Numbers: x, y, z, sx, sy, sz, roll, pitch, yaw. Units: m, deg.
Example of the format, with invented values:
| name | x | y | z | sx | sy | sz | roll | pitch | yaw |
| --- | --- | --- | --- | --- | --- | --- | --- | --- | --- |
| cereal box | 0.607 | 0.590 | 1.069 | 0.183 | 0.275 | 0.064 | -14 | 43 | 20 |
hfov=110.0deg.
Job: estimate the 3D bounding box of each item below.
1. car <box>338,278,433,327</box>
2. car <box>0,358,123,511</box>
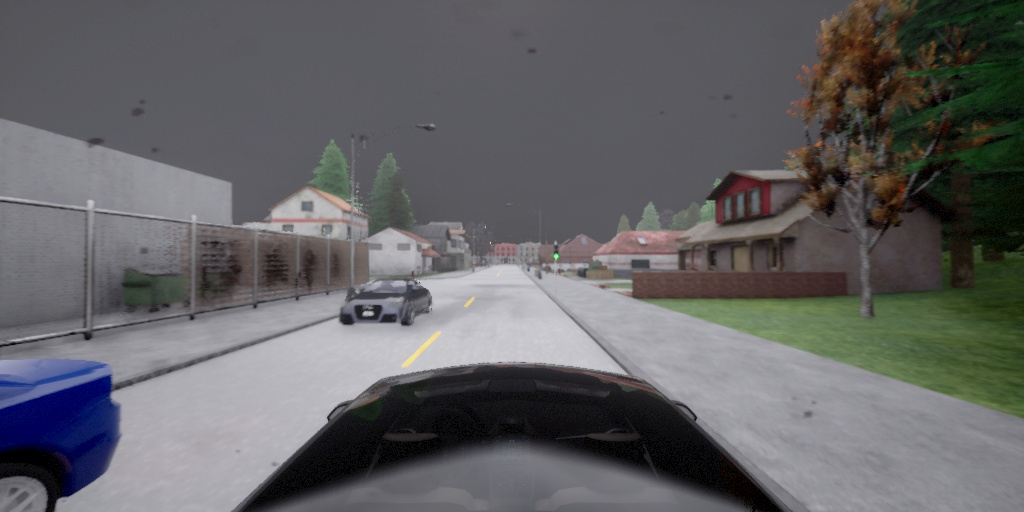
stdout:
| name | x | y | z | sx | sy | sz | roll | pitch | yaw |
| --- | --- | --- | --- | --- | --- | --- | --- | --- | --- |
| car | -4.018 | 1.454 | 12.067 | 1.994 | 1.385 | 4.181 | 0 | -1 | 1 |
| car | -4.094 | 1.215 | 0.740 | 1.882 | 1.535 | 5.008 | 0 | -1 | 0 |
